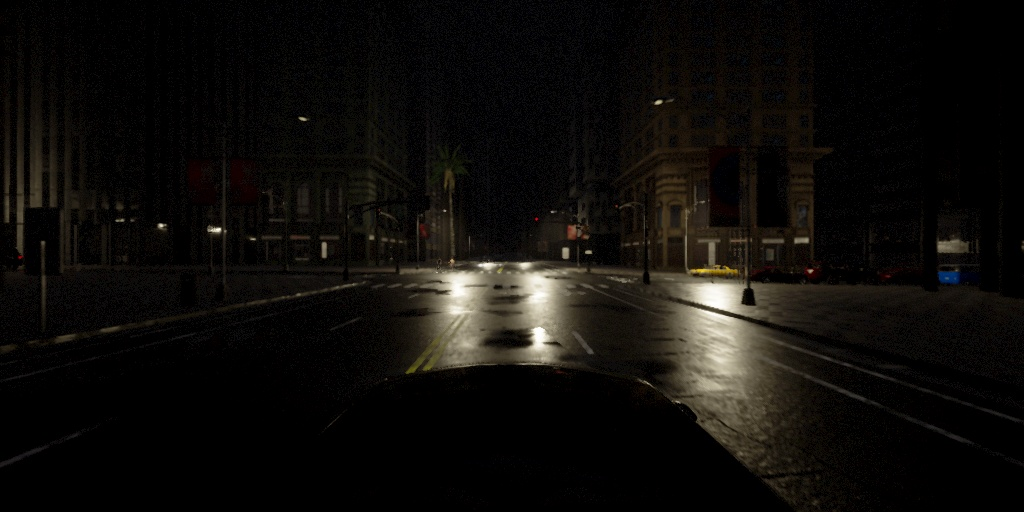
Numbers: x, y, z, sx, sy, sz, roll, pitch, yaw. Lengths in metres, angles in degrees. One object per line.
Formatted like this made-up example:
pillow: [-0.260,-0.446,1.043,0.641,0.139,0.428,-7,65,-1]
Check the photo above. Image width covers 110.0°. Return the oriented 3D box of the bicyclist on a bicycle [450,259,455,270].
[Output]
bicyclist on a bicycle: [-8.176,1.120,48.724,0.866,1.612,1.509,0,0,1]

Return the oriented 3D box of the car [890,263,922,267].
car: [40.297,1.605,36.669,5.009,1.841,2.192,0,0,0]

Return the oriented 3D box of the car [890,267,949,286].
car: [30.898,1.727,28.150,4.207,1.307,1.802,0,0,0]

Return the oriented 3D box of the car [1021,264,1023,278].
car: [41.072,1.597,28.116,5.009,1.841,2.192,0,0,0]

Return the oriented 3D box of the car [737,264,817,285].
car: [20.723,1.552,28.185,4.507,1.381,1.888,0,0,0]

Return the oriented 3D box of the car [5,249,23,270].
car: [-50.242,0.287,34.086,5.566,2.045,2.150,0,0,1]

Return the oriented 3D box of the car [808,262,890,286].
car: [25.811,1.391,28.167,5.009,1.841,2.192,0,0,0]

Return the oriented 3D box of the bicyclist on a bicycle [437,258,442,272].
bicyclist on a bicycle: [-8.706,1.066,42.741,0.659,1.776,1.843,0,0,0]

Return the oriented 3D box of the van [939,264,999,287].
van: [35.985,1.555,28.133,3.998,1.789,1.690,0,0,0]

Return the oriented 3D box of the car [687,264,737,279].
car: [20.583,1.551,36.713,4.829,1.417,1.751,0,0,0]
